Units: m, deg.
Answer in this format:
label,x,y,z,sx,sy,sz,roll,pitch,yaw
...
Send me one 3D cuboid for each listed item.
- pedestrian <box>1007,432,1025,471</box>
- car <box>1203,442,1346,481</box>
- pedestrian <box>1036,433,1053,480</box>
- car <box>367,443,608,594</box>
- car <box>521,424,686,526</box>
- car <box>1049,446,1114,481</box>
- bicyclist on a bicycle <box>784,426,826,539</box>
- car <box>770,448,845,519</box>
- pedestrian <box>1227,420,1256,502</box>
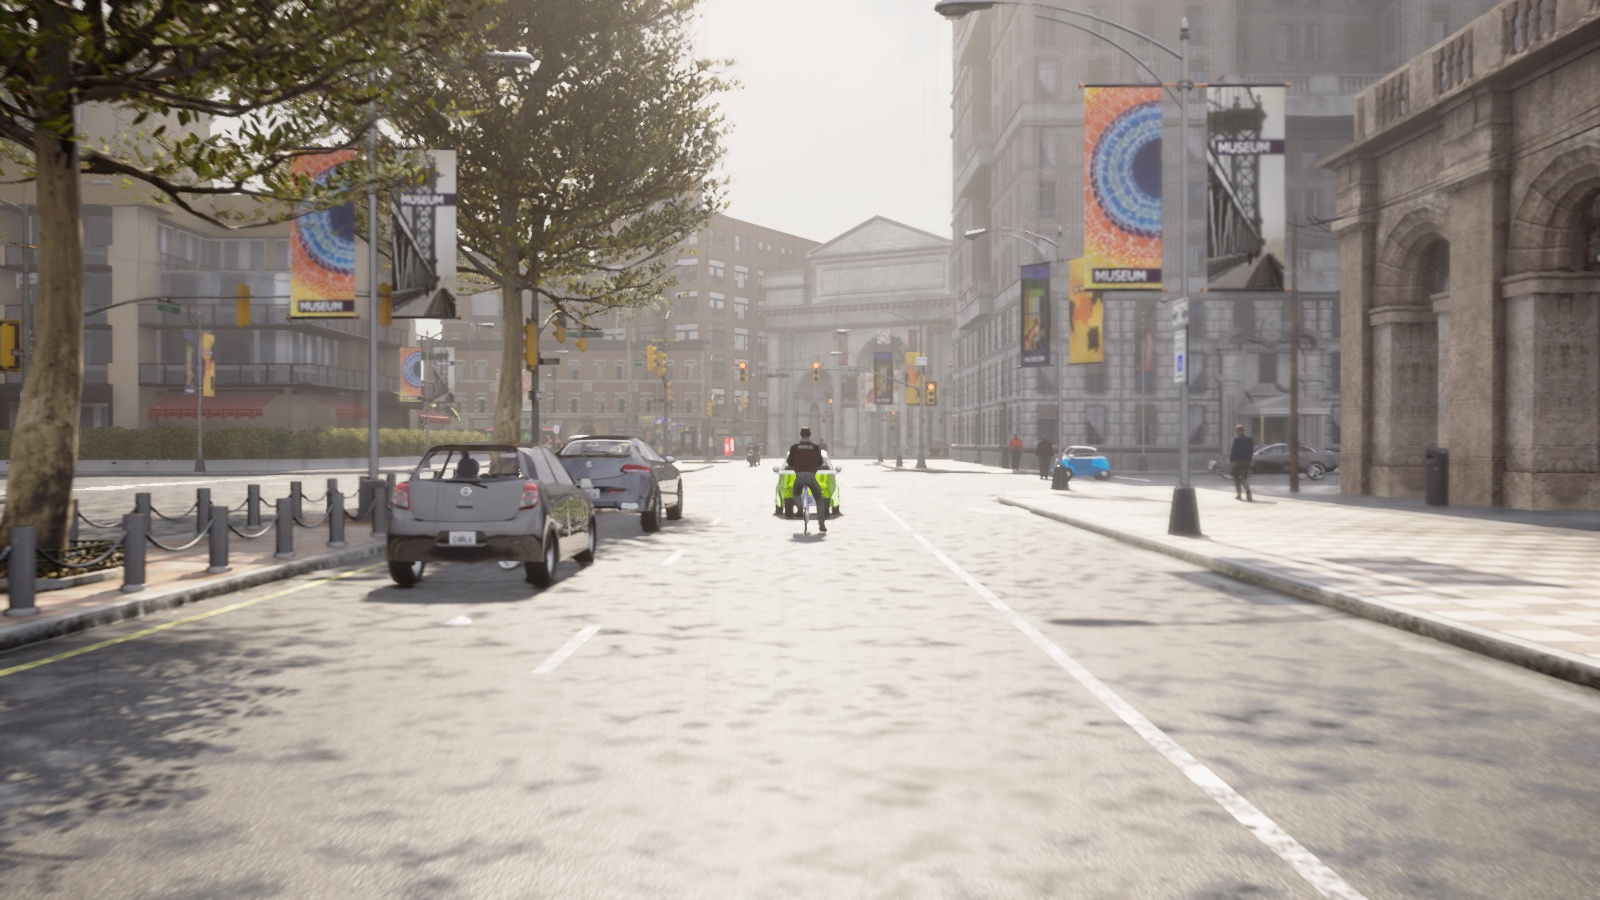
label,x,y,z,sx,sy,sz,roll,pitch,yaw
pedestrian,10.298,0.074,59.885,0.634,1.844,0.899,0,0,-4
car,18.821,0.436,49.948,4.902,1.511,2.128,0,0,0
pedestrian,9.854,0.260,50.607,0.634,1.844,0.899,0,0,14
car,-3.403,0.677,14.379,1.845,1.501,3.633,0,0,0
car,-3.432,0.393,22.996,2.152,1.651,5.027,0,0,1
car,11.177,0.529,49.948,2.207,1.376,1.481,0,0,0
bicyclist on a bicycle,0.095,0.501,20.544,0.659,1.776,1.843,0,1,1
car,0.151,0.655,25.908,1.481,1.376,2.207,0,1,1
pedestrian,10.169,0.248,28.915,0.402,1.842,0.726,0,0,0
